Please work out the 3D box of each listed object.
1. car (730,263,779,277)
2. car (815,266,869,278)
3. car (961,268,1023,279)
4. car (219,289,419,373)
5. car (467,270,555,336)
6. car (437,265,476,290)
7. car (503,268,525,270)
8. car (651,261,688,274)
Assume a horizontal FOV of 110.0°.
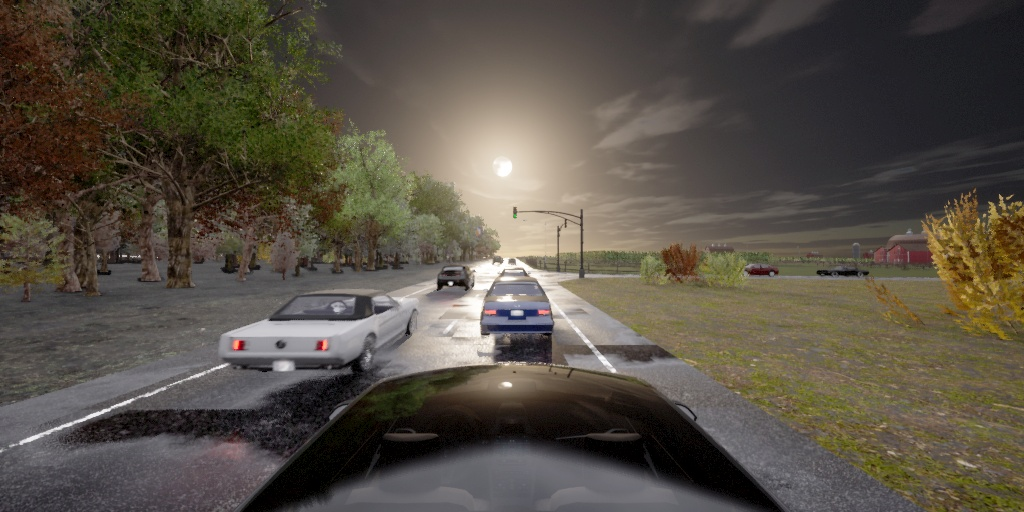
[{"bbox_3d":[28.132,1.592,41.704,5.008,1.535,1.882,1,-1,0],"label":"car"},{"bbox_3d":[38.276,1.826,41.651,4.718,1.301,1.895,1,-1,1],"label":"car"},{"bbox_3d":[51.435,1.909,37.956,4.718,1.301,1.895,1,-1,1],"label":"car"},{"bbox_3d":[-3.396,1.352,7.566,1.895,1.301,4.718,0,0,0],"label":"car"},{"bbox_3d":[0.105,1.300,10.389,2.033,1.411,5.357,0,0,0],"label":"car"},{"bbox_3d":[-3.391,1.259,22.247,1.837,1.490,4.892,0,0,0],"label":"car"},{"bbox_3d":[0.114,1.318,19.688,1.994,1.385,4.181,0,0,0],"label":"car"},{"bbox_3d":[18.101,1.357,41.782,4.553,1.767,2.097,1,-1,1],"label":"car"}]
